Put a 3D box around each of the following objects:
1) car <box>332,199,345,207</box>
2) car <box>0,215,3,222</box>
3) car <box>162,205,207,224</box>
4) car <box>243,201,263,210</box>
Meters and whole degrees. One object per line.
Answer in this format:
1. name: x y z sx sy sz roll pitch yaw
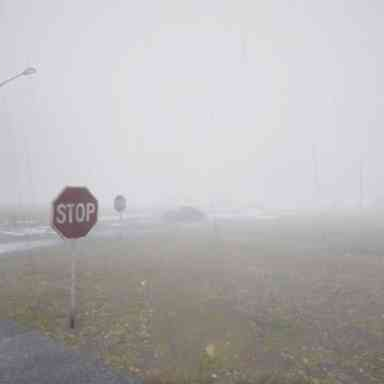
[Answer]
1. car: 32.637 2.555 74.006 1.994 1.385 4.181 1 0 36
2. car: -14.585 1.707 20.552 1.895 1.301 4.718 1 0 36
3. car: -0.564 1.865 28.010 1.812 1.442 4.674 1 0 36
4. car: 10.123 2.183 54.777 1.994 1.385 4.181 1 0 36
